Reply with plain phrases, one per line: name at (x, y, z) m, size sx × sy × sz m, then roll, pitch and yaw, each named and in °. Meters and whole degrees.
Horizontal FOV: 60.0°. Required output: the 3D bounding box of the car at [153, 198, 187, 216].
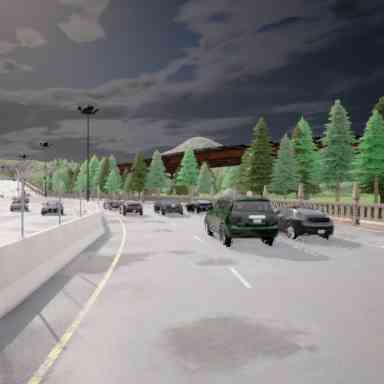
car at (-2.454, 1.353, 33.209) m, size 2.097 × 1.767 × 4.553 m, roll 0°, pitch 0°, yaw -19°

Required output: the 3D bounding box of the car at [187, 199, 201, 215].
car at (0.784, 1.478, 34.565) m, size 1.882 × 1.535 × 5.008 m, roll 0°, pitch 0°, yaw -19°

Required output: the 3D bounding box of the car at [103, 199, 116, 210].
car at (-10.039, 1.547, 42.703) m, size 2.033 × 1.411 × 5.357 m, roll 0°, pitch 0°, yaw -27°

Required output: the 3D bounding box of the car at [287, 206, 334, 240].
car at (5.328, 1.505, 17.148) m, size 1.837 × 1.490 × 4.892 m, roll 0°, pitch 0°, yaw -10°

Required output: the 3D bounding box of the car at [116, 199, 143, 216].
car at (-6.108, 1.505, 33.032) m, size 1.837 × 1.490 × 4.892 m, roll 0°, pitch 0°, yaw -19°

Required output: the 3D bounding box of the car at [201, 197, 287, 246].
car at (2.109, 1.221, 15.524) m, size 2.150 × 2.045 × 5.566 m, roll 0°, pitch 0°, yaw -9°
